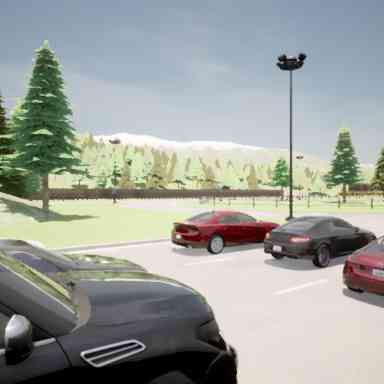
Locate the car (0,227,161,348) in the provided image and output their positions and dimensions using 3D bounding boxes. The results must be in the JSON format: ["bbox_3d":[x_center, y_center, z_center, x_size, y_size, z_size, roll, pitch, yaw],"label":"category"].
[{"bbox_3d":[-3.363,1.547,5.647,5.357,1.411,2.033,0,0,-36],"label":"car"}]

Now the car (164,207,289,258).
[{"bbox_3d":[1.528,1.473,13.495,5.008,1.535,1.882,0,0,-35],"label":"car"}]

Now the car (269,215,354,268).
[{"bbox_3d":[4.421,1.521,11.251,4.674,1.442,1.812,0,0,-35],"label":"car"}]

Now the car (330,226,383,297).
[{"bbox_3d":[5.351,1.560,7.630,4.181,1.385,1.994,0,0,-34],"label":"car"}]

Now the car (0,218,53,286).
[{"bbox_3d":[-6.044,1.526,8.030,4.674,1.442,1.812,0,0,-36],"label":"car"}]

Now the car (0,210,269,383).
[{"bbox_3d":[-2.224,1.222,2.151,5.566,2.045,2.150,0,0,-36],"label":"car"}]
